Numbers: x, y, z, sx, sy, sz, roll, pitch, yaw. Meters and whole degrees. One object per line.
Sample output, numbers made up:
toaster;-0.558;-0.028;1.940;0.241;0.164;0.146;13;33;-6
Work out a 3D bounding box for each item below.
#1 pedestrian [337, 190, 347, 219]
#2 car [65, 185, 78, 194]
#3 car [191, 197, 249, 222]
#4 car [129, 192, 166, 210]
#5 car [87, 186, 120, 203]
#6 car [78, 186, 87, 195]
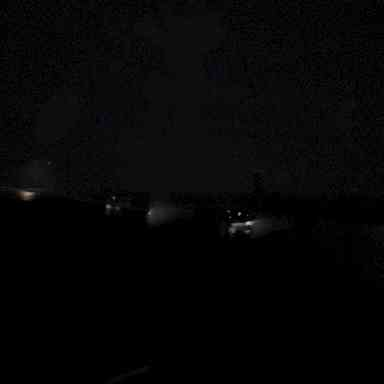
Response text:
pedestrian;9.489;0.744;21.106;0.375;1.860;0.375;-1;1;-35
car;-21.350;-0.519;59.578;1.837;1.490;4.892;-3;4;-35
car;1.736;1.078;21.778;1.994;1.385;4.181;-3;4;-34
car;-4.061;0.744;29.975;1.994;1.385;4.181;-3;4;-35
car;-9.952;0.336;38.336;2.128;1.511;4.902;-3;4;-35
car;-15.489;-0.221;51.274;1.837;1.490;4.892;-3;4;-35
